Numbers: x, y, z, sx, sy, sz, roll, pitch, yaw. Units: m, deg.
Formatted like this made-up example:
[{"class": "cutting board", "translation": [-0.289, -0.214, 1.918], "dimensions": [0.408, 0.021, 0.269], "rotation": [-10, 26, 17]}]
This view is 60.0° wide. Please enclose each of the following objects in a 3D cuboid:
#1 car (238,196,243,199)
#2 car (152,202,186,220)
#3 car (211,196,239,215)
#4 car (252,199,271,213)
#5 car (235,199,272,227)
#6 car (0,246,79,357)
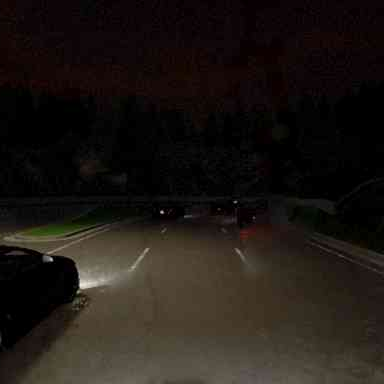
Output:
[{"class": "car", "translation": [5.945, 1.352, 43.925], "dimensions": [2.097, 1.767, 4.553], "rotation": [0, 0, 13]}, {"class": "car", "translation": [-1.883, 1.564, 28.006], "dimensions": [1.994, 1.385, 4.181], "rotation": [0, 0, 13]}, {"class": "car", "translation": [3.252, 1.478, 33.798], "dimensions": [1.882, 1.535, 5.008], "rotation": [0, 0, 16]}, {"class": "car", "translation": [8.045, 1.526, 38.019], "dimensions": [1.812, 1.442, 4.674], "rotation": [0, 0, 16]}, {"class": "car", "translation": [4.127, 1.478, 22.826], "dimensions": [1.882, 1.535, 5.008], "rotation": [0, 0, 6]}, {"class": "car", "translation": [-3.399, 1.563, 5.464], "dimensions": [1.994, 1.385, 4.181], "rotation": [0, 0, 0]}]
